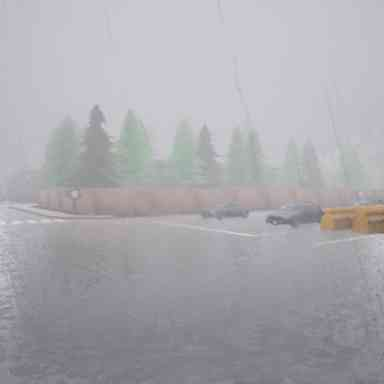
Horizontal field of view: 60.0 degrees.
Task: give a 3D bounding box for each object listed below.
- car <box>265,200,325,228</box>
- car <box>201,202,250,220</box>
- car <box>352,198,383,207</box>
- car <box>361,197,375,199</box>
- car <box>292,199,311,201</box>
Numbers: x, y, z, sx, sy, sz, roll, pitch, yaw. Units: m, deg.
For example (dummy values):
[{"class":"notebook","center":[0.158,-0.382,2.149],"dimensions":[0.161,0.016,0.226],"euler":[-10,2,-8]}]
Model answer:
[{"class":"car","center":[7.302,1.506,22.080],"dimensions":[5.357,1.411,2.033],"euler":[0,0,-35]},{"class":"car","center":[2.776,1.524,27.448],"dimensions":[4.181,1.385,1.994],"euler":[0,0,-35]},{"class":"car","center":[15.438,1.500,27.868],"dimensions":[4.181,1.385,1.994],"euler":[0,0,-35]},{"class":"car","center":[21.588,1.399,40.819],"dimensions":[4.902,1.511,2.128],"euler":[0,0,-35]},{"class":"car","center":[10.783,1.430,33.148],"dimensions":[4.902,1.511,2.128],"euler":[0,0,-35]}]
